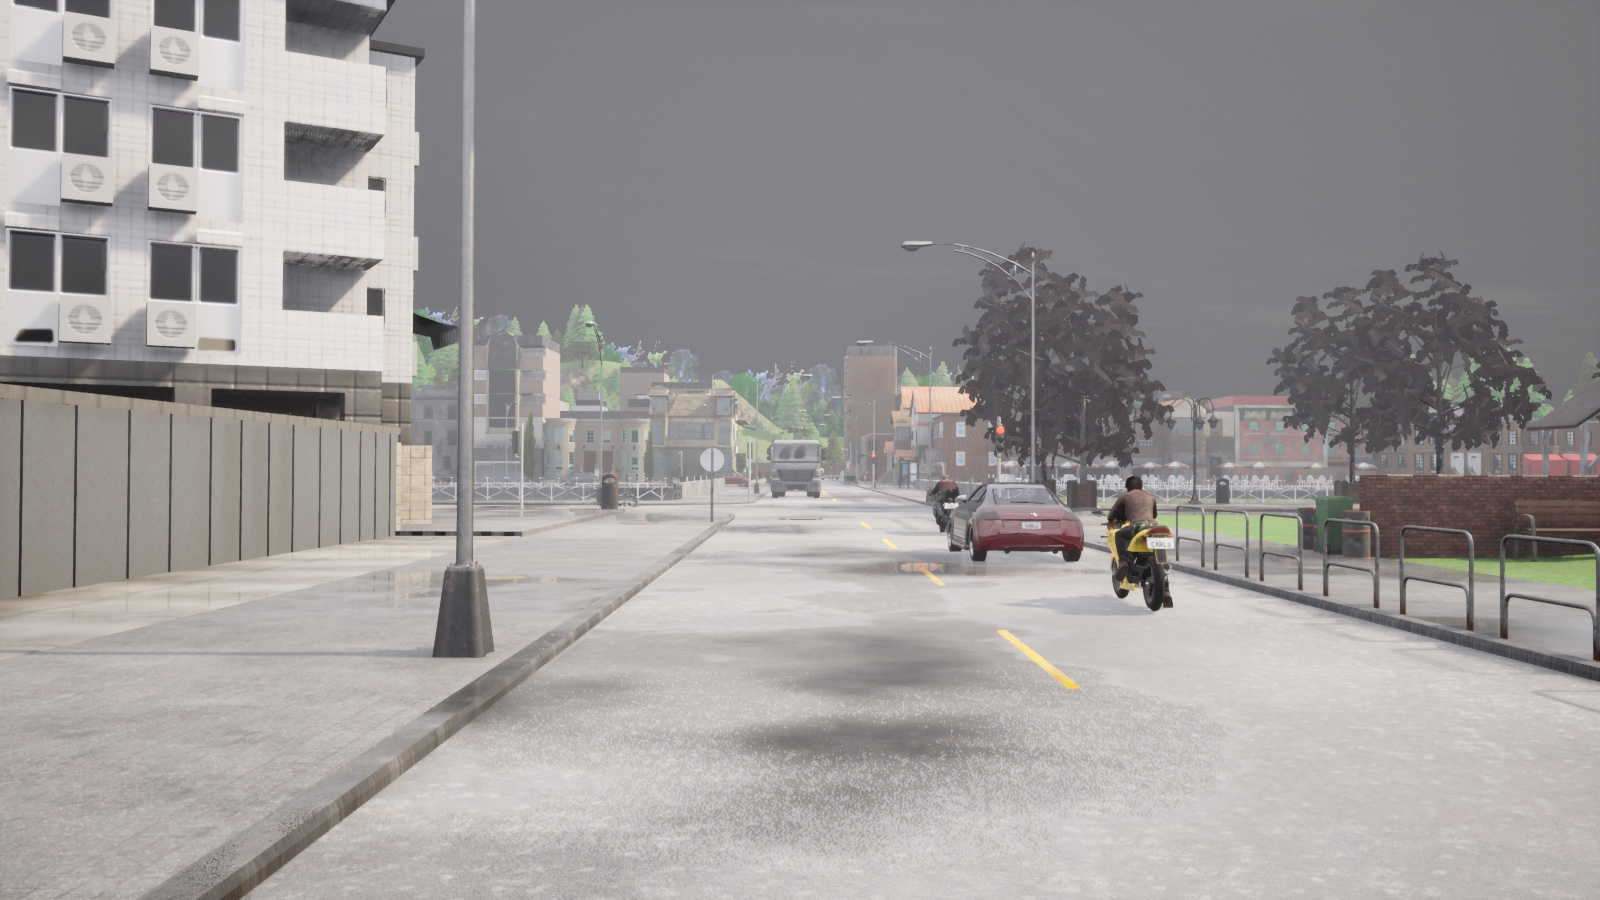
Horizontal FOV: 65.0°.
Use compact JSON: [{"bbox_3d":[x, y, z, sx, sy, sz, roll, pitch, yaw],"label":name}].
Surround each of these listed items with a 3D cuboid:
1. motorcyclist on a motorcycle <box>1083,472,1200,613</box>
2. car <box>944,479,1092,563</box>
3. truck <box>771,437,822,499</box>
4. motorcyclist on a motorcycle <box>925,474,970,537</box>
[{"bbox_3d":[3.957,1.028,14.727,0.797,1.523,2.044,0,-1,0],"label":"motorcyclist on a motorcycle"},{"bbox_3d":[3.933,1.254,23.348,1.994,1.385,4.181,0,-1,0],"label":"car"},{"bbox_3d":[-0.218,1.085,74.708,2.891,3.462,7.936,0,-1,0],"label":"truck"},{"bbox_3d":[3.677,1.362,31.448,0.866,1.530,2.191,0,-1,0],"label":"motorcyclist on a motorcycle"}]
